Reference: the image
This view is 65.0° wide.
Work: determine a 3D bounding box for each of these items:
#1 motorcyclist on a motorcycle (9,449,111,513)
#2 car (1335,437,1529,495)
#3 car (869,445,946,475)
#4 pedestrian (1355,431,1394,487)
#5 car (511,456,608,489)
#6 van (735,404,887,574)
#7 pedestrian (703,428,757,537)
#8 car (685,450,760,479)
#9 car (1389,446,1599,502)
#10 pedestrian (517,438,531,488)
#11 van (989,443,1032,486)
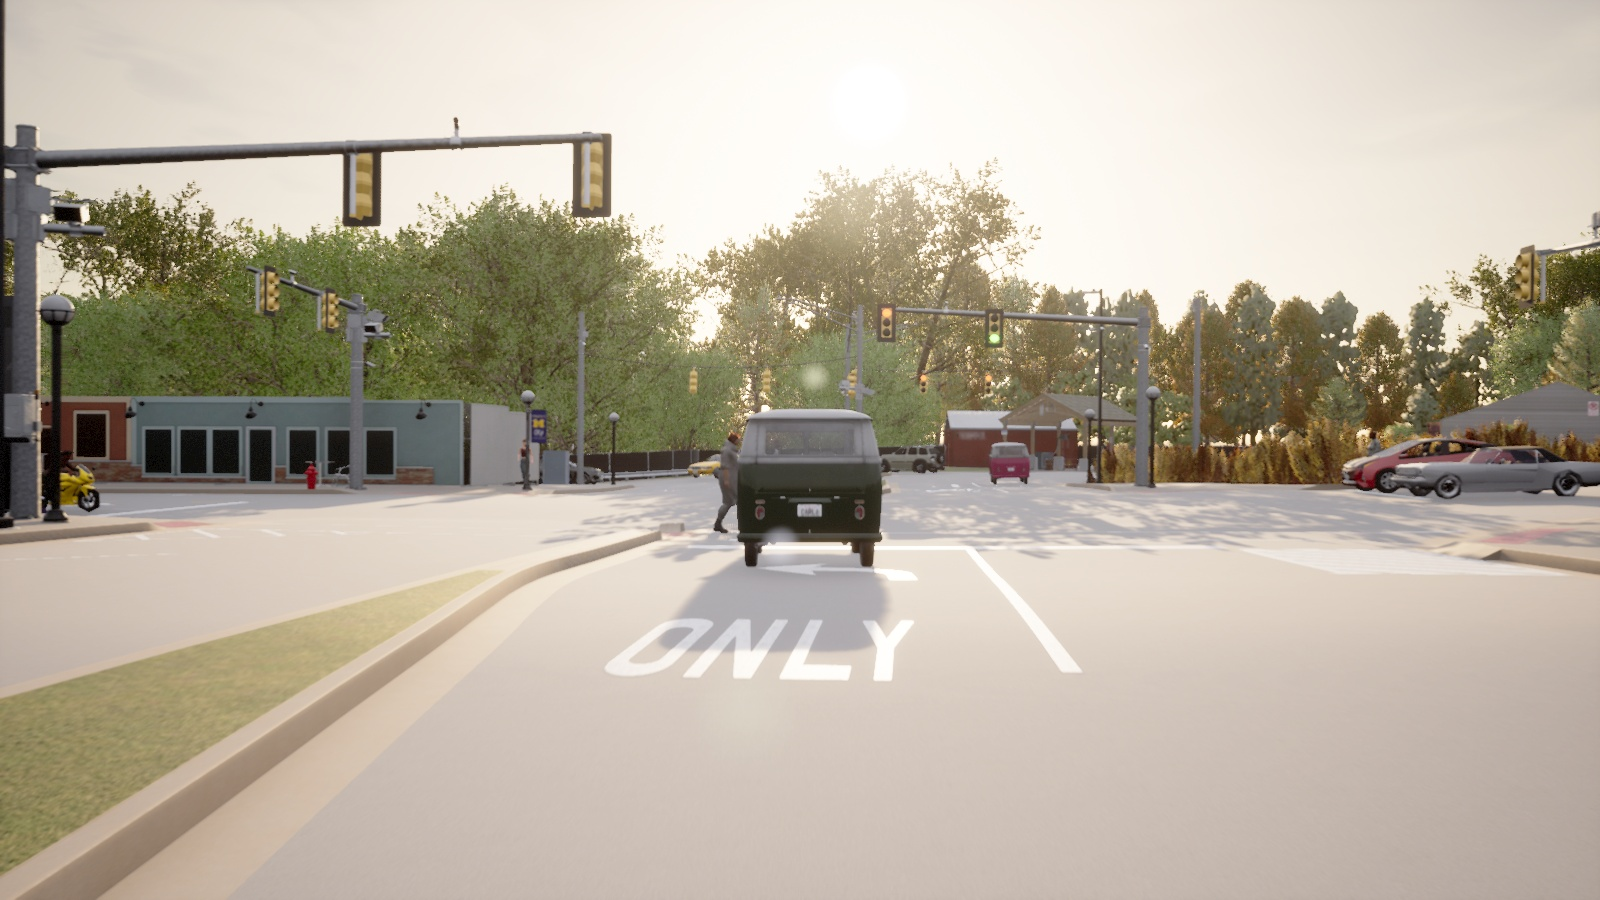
[{"bbox_3d":[-17.871,0.731,30.349,2.044,1.523,0.797,0,0,6],"label":"motorcyclist on a motorcycle"},{"bbox_3d":[18.087,0.434,36.110,4.514,1.525,2.007,-1,0,4],"label":"car"},{"bbox_3d":[7.028,0.643,82.103,4.605,1.855,1.932,0,1,34],"label":"car"},{"bbox_3d":[19.374,0.300,42.349,0.900,1.855,0.874,1,0,2],"label":"pedestrian"},{"bbox_3d":[-13.320,1.241,69.765,4.856,1.649,2.033,-1,1,8],"label":"car"},{"bbox_3d":[0.117,0.490,16.910,1.775,1.987,4.442,0,-1,0],"label":"van"},{"bbox_3d":[-1.268,0.575,22.843,0.873,1.952,0.659,1,0,4],"label":"pedestrian"},{"bbox_3d":[-4.740,0.884,77.977,1.801,1.575,5.366,0,1,33],"label":"car"},{"bbox_3d":[18.031,0.609,32.438,4.718,1.301,1.895,-1,0,4],"label":"car"},{"bbox_3d":[-10.317,0.475,46.996,0.345,1.836,0.594,1,0,3],"label":"pedestrian"},{"bbox_3d":[10.179,0.661,61.027,1.775,1.987,4.442,-1,1,6],"label":"van"}]
